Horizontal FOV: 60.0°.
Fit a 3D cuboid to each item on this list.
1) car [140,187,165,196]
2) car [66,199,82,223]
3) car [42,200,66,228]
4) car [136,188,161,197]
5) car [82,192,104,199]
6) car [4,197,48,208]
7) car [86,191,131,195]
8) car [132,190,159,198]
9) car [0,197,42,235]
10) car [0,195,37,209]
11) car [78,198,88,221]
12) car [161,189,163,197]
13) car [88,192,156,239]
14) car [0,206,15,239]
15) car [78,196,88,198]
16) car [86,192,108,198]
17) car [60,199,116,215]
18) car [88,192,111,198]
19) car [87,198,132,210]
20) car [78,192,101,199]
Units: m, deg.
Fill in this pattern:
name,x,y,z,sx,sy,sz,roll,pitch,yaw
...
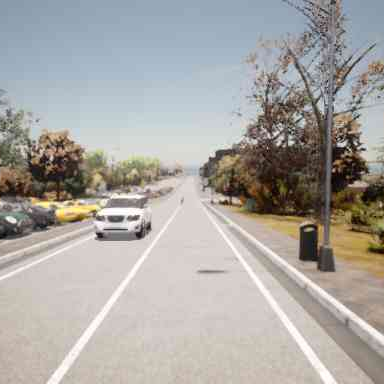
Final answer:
name,x,y,z,sx,sy,sz,roll,pitch,yaw
car,-10.397,0.472,84.997,5.566,2.045,2.435,0,1,0
car,-10.415,1.404,21.839,5.366,1.575,1.946,0,0,0
car,-10.228,1.411,19.071,4.892,1.521,2.231,0,0,0
car,-10.415,0.644,79.427,4.553,1.767,2.185,0,0,0
car,-23.467,0.809,79.268,4.674,1.452,2.002,0,0,0
car,-23.259,1.483,46.717,5.008,1.535,2.097,0,0,0
car,-10.227,1.205,38.494,5.566,2.045,2.435,0,0,0
car,-10.369,0.822,73.858,4.792,1.488,2.163,0,0,0
car,-10.271,1.293,16.291,4.553,1.767,2.185,0,0,0
car,-23.300,1.348,43.946,4.553,1.767,2.185,0,0,0
car,-10.039,1.408,24.491,5.366,1.575,1.946,0,0,0
car,-10.371,0.751,82.207,5.008,1.535,2.097,0,1,0
car,-3.373,1.156,17.368,2.150,2.045,5.566,0,0,0
car,-10.274,1.460,13.519,4.792,1.488,2.163,0,0,0
car,-10.029,1.425,30.164,5.366,1.575,1.946,0,0,0
car,-23.485,0.779,82.180,4.792,1.488,2.163,0,0,0
car,-10.215,1.438,32.940,4.892,1.521,2.231,0,0,0
car,-23.634,0.719,84.972,5.366,1.575,1.946,0,1,0
car,-10.199,1.466,41.269,5.008,1.535,2.097,0,0,0
car,-23.474,0.821,76.483,4.674,1.452,2.002,0,0,0
